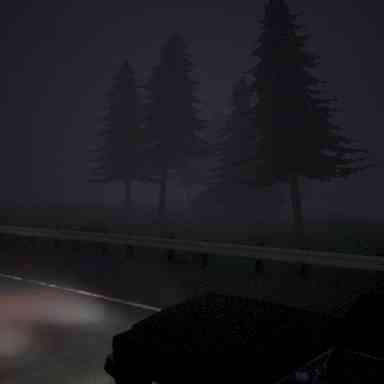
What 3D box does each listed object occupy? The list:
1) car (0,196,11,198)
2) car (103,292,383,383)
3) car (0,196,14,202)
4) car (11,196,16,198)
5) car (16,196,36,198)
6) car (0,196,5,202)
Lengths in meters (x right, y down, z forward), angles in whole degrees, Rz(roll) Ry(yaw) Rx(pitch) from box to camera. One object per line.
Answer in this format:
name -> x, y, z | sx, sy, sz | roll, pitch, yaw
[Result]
car -> -36.960, 1.525, 61.903 | 2.128, 1.511, 4.902 | 0, 0, 17
car -> 1.462, 1.601, 2.725 | 4.718, 1.301, 1.895 | 0, 0, 35
car -> -41.872, 1.595, 73.841 | 1.895, 1.301, 4.718 | 0, 0, 6
car -> -38.538, 1.525, 72.126 | 2.128, 1.511, 4.902 | 0, 0, 10
car -> -35.011, 1.539, 72.020 | 2.033, 1.411, 5.357 | 0, 0, 6
car -> -45.192, 1.551, 76.366 | 1.994, 1.385, 4.181 | 0, 0, 6
